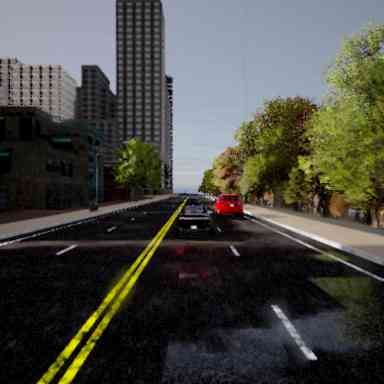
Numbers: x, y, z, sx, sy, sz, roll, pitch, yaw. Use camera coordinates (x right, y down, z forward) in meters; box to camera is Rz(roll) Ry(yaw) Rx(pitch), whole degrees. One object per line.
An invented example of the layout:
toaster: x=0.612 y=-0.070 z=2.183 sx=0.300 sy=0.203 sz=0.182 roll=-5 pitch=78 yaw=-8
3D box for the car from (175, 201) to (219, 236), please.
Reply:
car: x=0.096 y=1.490 z=18.524 sx=2.128 sy=1.511 sz=4.902 roll=0 pitch=0 yaw=0

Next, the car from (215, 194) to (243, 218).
car: x=3.345 y=1.217 z=30.557 sx=2.150 sy=2.045 sz=5.566 roll=0 pitch=0 yaw=0

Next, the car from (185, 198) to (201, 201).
car: x=0.091 y=1.469 z=42.816 sx=1.882 sy=1.535 sz=5.008 roll=0 pitch=0 yaw=0
